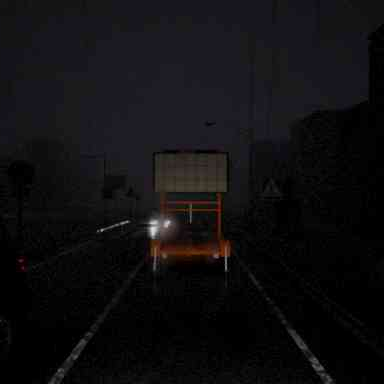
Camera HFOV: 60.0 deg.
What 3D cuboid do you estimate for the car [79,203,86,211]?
[{"bbox_3d":[-21.884,2.626,58.598,4.892,1.521,2.231,0,-1,0],"label":"car"}]

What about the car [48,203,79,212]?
[{"bbox_3d":[-21.895,2.585,55.322,4.674,1.452,2.002,0,-1,0],"label":"car"}]

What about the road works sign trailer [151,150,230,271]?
[{"bbox_3d":[-0.038,0.451,10.754,2.380,3.560,2.880,0,-1,0],"label":"road works sign trailer"}]

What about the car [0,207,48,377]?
[{"bbox_3d":[-3.338,1.224,2.386,2.150,2.045,5.566,0,0,-1],"label":"car"}]

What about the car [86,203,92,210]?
[{"bbox_3d":[-21.886,2.705,61.871,5.008,1.535,2.097,0,-1,0],"label":"car"}]

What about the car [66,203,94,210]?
[{"bbox_3d":[-21.870,2.823,65.017,4.674,1.452,2.002,0,-1,0],"label":"car"}]

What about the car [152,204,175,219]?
[{"bbox_3d":[-3.228,2.238,36.337,1.895,1.301,4.718,0,-1,0],"label":"car"}]
